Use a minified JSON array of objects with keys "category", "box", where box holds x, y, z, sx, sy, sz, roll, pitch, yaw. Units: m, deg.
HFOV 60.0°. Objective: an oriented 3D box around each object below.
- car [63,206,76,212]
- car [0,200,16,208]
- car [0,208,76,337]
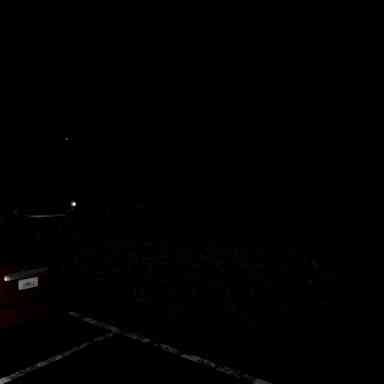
[{"category":"car","box":[-12.159,1.838,37.944,1.895,1.301,4.718,-1,-1,36]},{"category":"car","box":[-18.234,1.503,29.758,2.097,1.767,4.553,-1,-1,37]},{"category":"car","box":[-4.135,1.316,5.901,5.009,1.841,2.192,0,-1,36]}]
